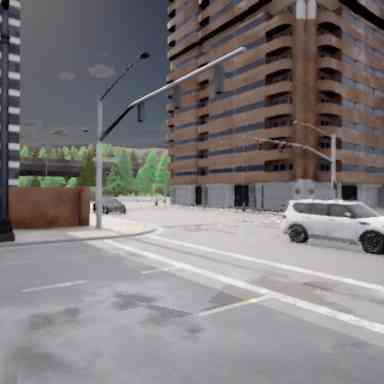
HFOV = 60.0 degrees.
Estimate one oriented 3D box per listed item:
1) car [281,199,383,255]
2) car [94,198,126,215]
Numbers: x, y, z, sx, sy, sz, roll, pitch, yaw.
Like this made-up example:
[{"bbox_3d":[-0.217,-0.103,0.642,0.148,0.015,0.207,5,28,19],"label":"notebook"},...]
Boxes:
[{"bbox_3d":[6.430,1.355,14.160,2.150,2.045,5.566,0,0,-36],"label":"car"},{"bbox_3d":[-8.614,1.381,34.830,2.097,1.767,4.553,0,-1,-36],"label":"car"}]
